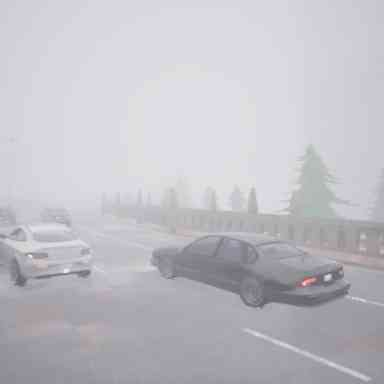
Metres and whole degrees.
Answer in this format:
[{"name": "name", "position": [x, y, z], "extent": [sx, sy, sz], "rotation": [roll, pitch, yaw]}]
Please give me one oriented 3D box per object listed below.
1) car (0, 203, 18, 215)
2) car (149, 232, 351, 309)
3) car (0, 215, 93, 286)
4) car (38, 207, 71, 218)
[{"name": "car", "position": [-14.780, 1.663, 25.898], "extent": [1.837, 1.490, 4.892], "rotation": [1, -1, -27]}, {"name": "car", "position": [1.058, 1.744, 8.503], "extent": [2.033, 1.411, 5.357], "rotation": [2, -1, -40]}, {"name": "car", "position": [-4.444, 1.623, 9.715], "extent": [1.812, 1.442, 4.674], "rotation": [2, -1, -39]}, {"name": "car", "position": [-10.009, 1.775, 24.177], "extent": [2.033, 1.411, 5.357], "rotation": [2, -1, -29]}]
